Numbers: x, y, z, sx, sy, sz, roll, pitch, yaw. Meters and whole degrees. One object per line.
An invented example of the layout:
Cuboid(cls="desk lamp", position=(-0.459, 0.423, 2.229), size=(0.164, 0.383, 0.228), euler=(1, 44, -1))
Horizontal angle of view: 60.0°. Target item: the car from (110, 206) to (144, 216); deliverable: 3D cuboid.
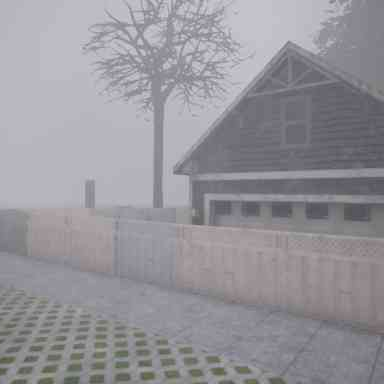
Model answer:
Cuboid(cls="car", position=(-6.419, 1.894, 28.953), size=(1.895, 1.301, 4.718), euler=(0, -1, 35))
